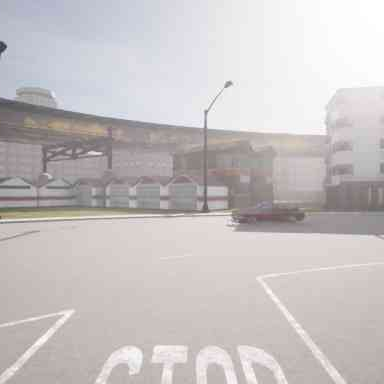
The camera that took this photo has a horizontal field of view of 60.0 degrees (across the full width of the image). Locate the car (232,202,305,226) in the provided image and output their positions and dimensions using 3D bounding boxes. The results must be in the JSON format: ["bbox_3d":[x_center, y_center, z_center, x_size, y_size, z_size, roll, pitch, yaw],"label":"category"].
[{"bbox_3d":[5.236,1.601,23.018,4.718,1.301,1.895,0,0,-13],"label":"car"}]

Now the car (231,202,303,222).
[{"bbox_3d":[5.990,1.547,26.776,5.357,1.411,2.033,0,0,-12],"label":"car"}]
